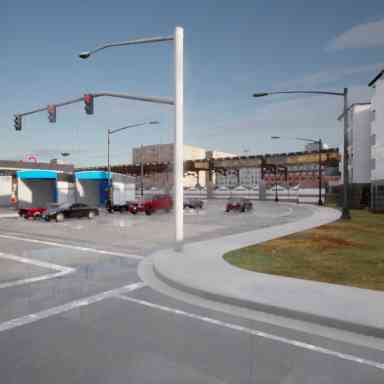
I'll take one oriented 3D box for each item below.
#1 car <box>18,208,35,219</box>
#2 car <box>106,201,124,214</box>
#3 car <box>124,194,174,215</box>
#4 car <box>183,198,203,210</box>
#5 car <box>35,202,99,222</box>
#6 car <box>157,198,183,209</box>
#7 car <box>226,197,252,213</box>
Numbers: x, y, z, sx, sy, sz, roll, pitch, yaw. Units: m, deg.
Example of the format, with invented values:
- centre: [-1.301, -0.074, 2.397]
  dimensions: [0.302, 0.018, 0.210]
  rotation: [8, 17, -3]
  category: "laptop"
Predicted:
- centre: [-12.295, 1.601, 28.661]
  dimensions: [1.895, 1.301, 4.718]
  rotation: [0, 0, 37]
  category: "car"
- centre: [-7.111, 1.601, 36.221]
  dimensions: [1.895, 1.301, 4.718]
  rotation: [0, 0, 30]
  category: "car"
- centre: [-4.130, 1.221, 34.417]
  dimensions: [2.150, 2.045, 5.566]
  rotation: [0, 0, 30]
  category: "car"
- centre: [0.119, 1.547, 44.101]
  dimensions: [2.033, 1.411, 5.357]
  rotation: [0, 0, 16]
  category: "car"
- centre: [-9.592, 1.526, 26.479]
  dimensions: [1.812, 1.442, 4.674]
  rotation: [0, 0, 36]
  category: "car"
- centre: [-2.956, 1.547, 46.029]
  dimensions: [2.033, 1.411, 5.357]
  rotation: [0, 0, 15]
  category: "car"
- centre: [5.391, 1.352, 37.609]
  dimensions: [2.097, 1.767, 4.553]
  rotation: [0, 0, 23]
  category: "car"
